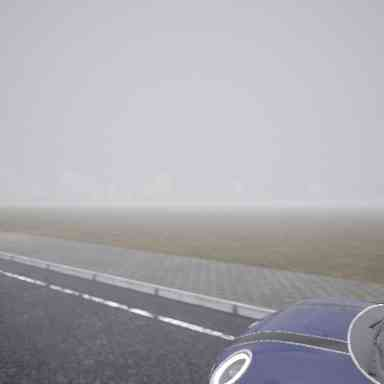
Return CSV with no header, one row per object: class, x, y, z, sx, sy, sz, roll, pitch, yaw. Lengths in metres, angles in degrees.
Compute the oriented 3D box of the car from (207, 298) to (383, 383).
car,2.278,1.351,2.080,4.553,1.767,2.097,0,0,35
